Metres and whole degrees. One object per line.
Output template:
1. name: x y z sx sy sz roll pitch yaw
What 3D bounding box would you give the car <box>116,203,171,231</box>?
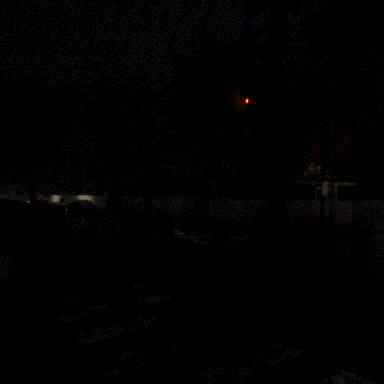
1. car: -3.182 1.474 21.051 1.882 1.535 5.008 0 0 -35

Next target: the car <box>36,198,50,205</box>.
1. car: -21.818 1.614 47.770 1.994 1.385 4.181 0 0 -34

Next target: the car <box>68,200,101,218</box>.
1. car: -10.065 1.491 30.866 1.882 1.535 5.008 0 0 -35
